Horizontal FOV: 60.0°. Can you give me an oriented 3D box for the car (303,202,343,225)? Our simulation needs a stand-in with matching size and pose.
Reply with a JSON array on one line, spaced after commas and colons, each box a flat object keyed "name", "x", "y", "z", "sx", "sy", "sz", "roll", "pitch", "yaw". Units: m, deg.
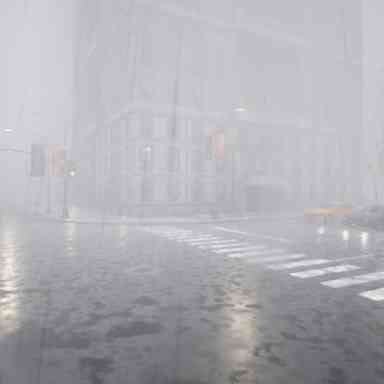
[{"name": "car", "x": 10.234, "y": 1.472, "z": 24.010, "sx": 5.008, "sy": 1.535, "sz": 1.882, "roll": 0, "pitch": 0, "yaw": -29}]

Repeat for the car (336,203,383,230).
[{"name": "car", "x": 11.899, "y": 1.543, "z": 20.935, "sx": 5.357, "sy": 1.411, "sz": 2.033, "roll": 0, "pitch": 0, "yaw": -29}]
